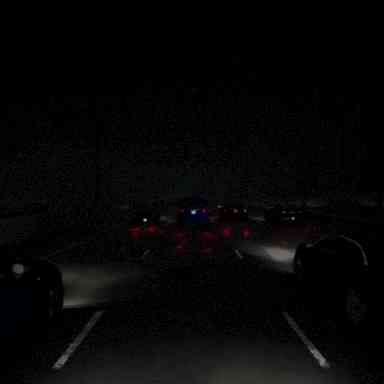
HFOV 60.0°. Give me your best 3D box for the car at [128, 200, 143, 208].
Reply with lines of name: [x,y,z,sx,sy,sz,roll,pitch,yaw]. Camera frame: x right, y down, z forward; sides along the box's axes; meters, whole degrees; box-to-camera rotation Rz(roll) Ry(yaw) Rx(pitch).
car: [-8.621,1.938,51.734,1.895,1.301,4.718,0,0,-22]

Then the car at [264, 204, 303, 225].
car: [6.964,1.660,25.672,2.128,1.511,4.902,0,0,-2]

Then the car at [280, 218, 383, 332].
car: [3.599,1.538,6.887,2.128,1.511,4.902,0,0,0]

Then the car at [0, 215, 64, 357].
car: [-3.400,1.380,4.281,2.097,1.767,4.553,0,0,0]

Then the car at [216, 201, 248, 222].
car: [3.327,1.537,28.373,2.097,1.767,4.553,0,0,-3]

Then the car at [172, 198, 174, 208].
car: [-2.719,1.715,55.886,2.097,1.767,4.553,0,-1,-22]

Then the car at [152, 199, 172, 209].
car: [-5.173,1.907,52.616,1.994,1.385,4.181,0,0,-22]

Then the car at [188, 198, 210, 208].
car: [1.130,1.869,55.693,1.837,1.490,4.892,0,0,-22]

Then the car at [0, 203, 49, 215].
car: [-14.231,1.667,29.032,1.882,1.535,5.008,0,0,-3]

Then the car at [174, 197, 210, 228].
car: [0.053,1.377,23.618,2.150,2.045,5.566,0,0,-1]

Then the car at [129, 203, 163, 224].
car: [-3.550,1.775,26.644,1.895,1.301,4.718,0,0,-3]
